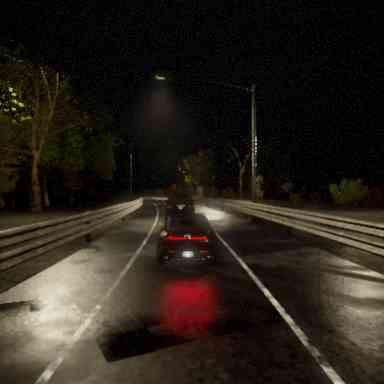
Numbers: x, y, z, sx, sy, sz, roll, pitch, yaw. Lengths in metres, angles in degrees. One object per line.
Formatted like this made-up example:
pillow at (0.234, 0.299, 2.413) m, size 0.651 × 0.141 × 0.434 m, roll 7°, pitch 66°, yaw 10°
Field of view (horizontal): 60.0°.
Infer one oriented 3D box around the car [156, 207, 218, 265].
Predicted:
car at (-0.188, 1.484, 11.630) m, size 1.837 × 1.490 × 4.892 m, roll 0°, pitch 0°, yaw -2°

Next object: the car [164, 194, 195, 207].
car at (-0.980, 1.174, 26.036) m, size 2.150 × 2.045 × 5.566 m, roll 0°, pitch 0°, yaw -4°
